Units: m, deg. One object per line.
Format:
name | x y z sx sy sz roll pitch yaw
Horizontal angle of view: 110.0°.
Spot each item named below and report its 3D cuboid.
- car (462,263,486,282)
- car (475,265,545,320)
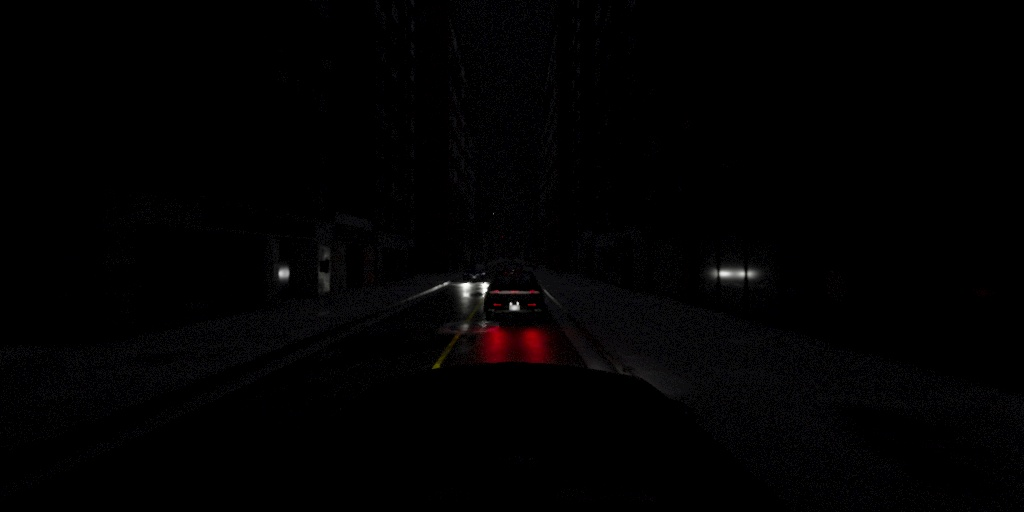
car | -2.851 1.331 29.434 1.812 1.442 4.674 0 0 0
car | 0.085 1.265 12.698 2.128 1.511 4.902 0 0 0
